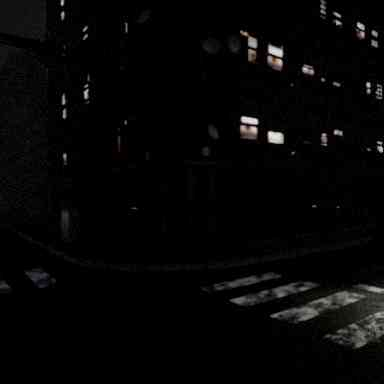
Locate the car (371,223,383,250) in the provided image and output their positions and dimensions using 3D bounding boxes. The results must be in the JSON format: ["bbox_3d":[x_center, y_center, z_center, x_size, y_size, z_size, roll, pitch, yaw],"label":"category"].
[{"bbox_3d":[8.588,1.471,12.700,4.313,1.339,1.947,0,0,-36],"label":"car"}]
